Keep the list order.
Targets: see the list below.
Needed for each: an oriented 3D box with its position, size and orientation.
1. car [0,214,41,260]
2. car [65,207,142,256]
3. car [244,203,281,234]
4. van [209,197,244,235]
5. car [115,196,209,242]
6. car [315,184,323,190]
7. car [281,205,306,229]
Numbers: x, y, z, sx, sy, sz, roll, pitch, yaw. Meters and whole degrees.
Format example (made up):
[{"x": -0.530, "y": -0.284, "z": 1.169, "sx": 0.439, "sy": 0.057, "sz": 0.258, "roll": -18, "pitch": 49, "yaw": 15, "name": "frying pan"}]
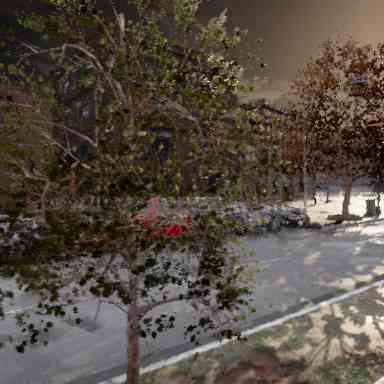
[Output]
[{"x": -6.321, "y": 1.529, "z": 11.876, "sx": 2.002, "sy": 1.452, "sz": 4.674, "roll": 0, "pitch": 0, "yaw": -36, "name": "car"}, {"x": -4.209, "y": 1.507, "z": 13.420, "sx": 2.163, "sy": 1.488, "sz": 4.792, "roll": 0, "pitch": 0, "yaw": -37, "name": "car"}, {"x": 2.273, "y": 1.299, "z": 18.489, "sx": 2.185, "sy": 1.767, "sz": 4.553, "roll": 0, "pitch": 0, "yaw": -38, "name": "car"}, {"x": 0.180, "y": 1.218, "z": 16.688, "sx": 1.878, "sy": 1.987, "sz": 4.442, "roll": 0, "pitch": 0, "yaw": -38, "name": "van"}, {"x": -2.079, "y": 1.212, "z": 15.122, "sx": 2.435, "sy": 2.045, "sz": 5.566, "roll": 0, "pitch": 0, "yaw": -37, "name": "car"}, {"x": 30.644, "y": -1.264, "z": 81.704, "sx": 2.097, "sy": 1.535, "sz": 5.008, "roll": 5, "pitch": 6, "yaw": 39, "name": "car"}, {"x": 4.478, "y": 1.405, "z": 20.142, "sx": 2.231, "sy": 1.521, "sz": 4.892, "roll": -1, "pitch": 0, "yaw": -38, "name": "car"}]
